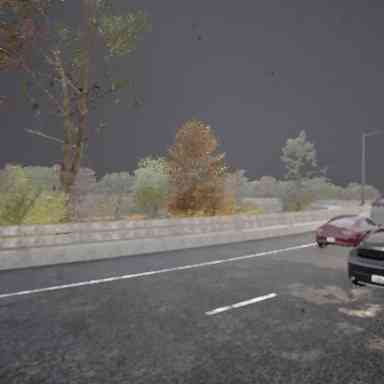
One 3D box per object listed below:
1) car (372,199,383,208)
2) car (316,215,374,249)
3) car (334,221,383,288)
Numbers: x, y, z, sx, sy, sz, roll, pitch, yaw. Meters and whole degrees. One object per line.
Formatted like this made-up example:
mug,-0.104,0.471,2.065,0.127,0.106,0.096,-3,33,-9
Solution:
car,36.825,2.149,64.899,2.097,1.767,4.553,0,-1,12
car,7.151,1.737,14.652,4.674,1.442,1.812,1,-1,-43
car,5.808,1.642,8.655,4.892,1.490,1.837,1,-1,-41
